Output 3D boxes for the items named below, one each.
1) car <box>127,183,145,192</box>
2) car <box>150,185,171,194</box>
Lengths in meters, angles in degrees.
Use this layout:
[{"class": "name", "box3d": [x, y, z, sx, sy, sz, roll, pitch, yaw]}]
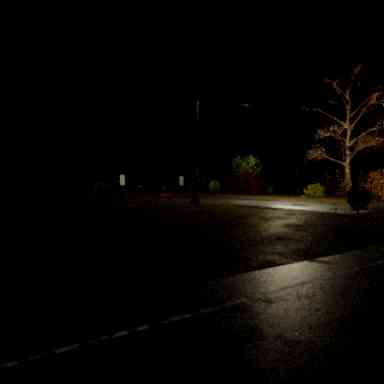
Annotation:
[{"class": "car", "box3d": [-10.975, -0.985, 64.609, 2.097, 1.767, 4.553, -1, 2, -36]}, {"class": "car", "box3d": [-5.394, -0.505, 56.850, 1.812, 1.442, 4.674, -1, 2, -36]}]
